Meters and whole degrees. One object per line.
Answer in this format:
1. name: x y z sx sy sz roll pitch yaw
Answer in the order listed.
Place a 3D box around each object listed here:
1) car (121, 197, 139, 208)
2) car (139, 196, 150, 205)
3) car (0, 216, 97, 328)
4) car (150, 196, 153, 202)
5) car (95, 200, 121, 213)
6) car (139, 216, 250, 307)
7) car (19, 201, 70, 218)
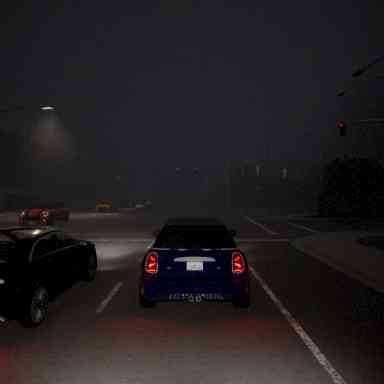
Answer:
1. car: -10.689 1.742 55.335 2.097 1.767 4.553 0 0 0
2. car: -10.630 1.759 68.595 2.128 1.511 4.902 0 1 0
3. car: -3.447 1.503 6.993 2.128 1.511 4.902 0 0 0
4. car: -10.651 1.644 80.771 2.128 1.511 4.902 0 1 0
5. car: -10.676 1.795 41.777 1.882 1.535 5.008 0 0 0
6. car: 0.058 1.364 8.133 2.097 1.767 4.553 0 0 0
7. car: -10.646 1.486 24.273 2.097 1.767 4.553 0 0 0
